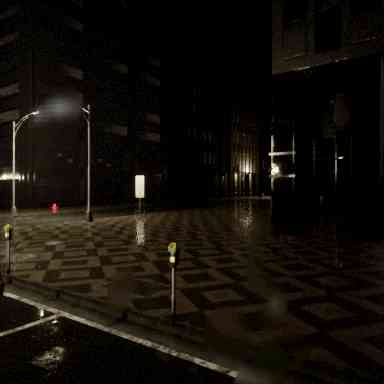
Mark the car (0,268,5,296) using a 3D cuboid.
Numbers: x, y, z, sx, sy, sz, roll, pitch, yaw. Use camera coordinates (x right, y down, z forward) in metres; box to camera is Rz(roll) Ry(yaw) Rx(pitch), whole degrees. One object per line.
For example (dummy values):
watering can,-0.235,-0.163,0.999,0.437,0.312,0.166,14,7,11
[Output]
car,-5.807,1.526,7.028,4.829,1.417,1.752,0,0,35
